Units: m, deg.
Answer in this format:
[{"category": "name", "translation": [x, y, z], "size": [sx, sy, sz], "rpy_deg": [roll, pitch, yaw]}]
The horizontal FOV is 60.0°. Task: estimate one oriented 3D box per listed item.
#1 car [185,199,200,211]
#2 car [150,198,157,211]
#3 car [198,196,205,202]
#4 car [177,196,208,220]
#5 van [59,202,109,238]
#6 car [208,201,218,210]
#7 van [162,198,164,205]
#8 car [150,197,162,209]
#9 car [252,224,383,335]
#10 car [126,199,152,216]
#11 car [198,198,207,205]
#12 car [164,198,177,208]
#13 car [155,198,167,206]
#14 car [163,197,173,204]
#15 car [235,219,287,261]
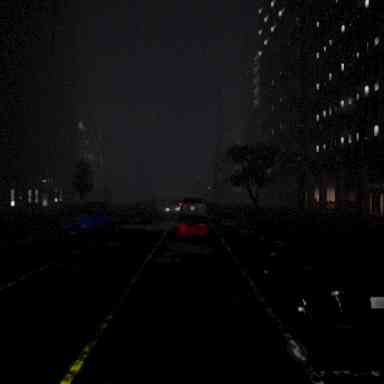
[{"category": "car", "translation": [0.037, 1.718, 44.783], "size": [1.882, 1.535, 5.008], "rpy_deg": [0, 0, 0]}, {"category": "car", "translation": [-5.744, 1.741, 40.323], "size": [1.752, 1.417, 4.829], "rpy_deg": [-1, 0, 0]}, {"category": "car", "translation": [2.579, 1.979, 91.126], "size": [1.967, 1.590, 4.097], "rpy_deg": [-1, 0, 0]}, {"category": "car", "translation": [0.054, 1.375, 29.525], "size": [2.150, 2.045, 5.566], "rpy_deg": [0, 0, 0]}, {"category": "van", "translation": [-5.721, 1.433, 17.993], "size": [1.690, 1.788, 3.998], "rpy_deg": [-1, 0, 0]}, {"category": "car", "translation": [2.631, 1.830, 46.127], "size": [1.802, 1.307, 4.206], "rpy_deg": [-1, 0, 0]}, {"category": "van", "translation": [-5.759, 1.626, 51.743], "size": [1.690, 1.788, 3.998], "rpy_deg": [-1, 0, 0]}, {"category": "car", "translation": [-5.749, 1.795, 46.117], "size": [1.887, 1.381, 4.507], "rpy_deg": [-1, 0, 0]}, {"category": "car", "translation": [2.675, 1.598, 6.751], "size": [1.947, 1.339, 4.313], "rpy_deg": [-1, 0, 0]}, {"category": "car", "translation": [-5.737, 1.735, 34.867], "size": [2.008, 1.369, 4.403], "rpy_deg": [-1, 0, 0]}, {"category": "car", "translation": [2.276, 1.935, 72.001], "size": [1.812, 1.442, 4.674], "rpy_deg": [0, 0, 0]}, {"category": "car", "translation": [-3.123, 1.778, 54.470], "size": [1.882, 1.535, 5.008], "rpy_deg": [0, 0, 0]}, {"category": "car", "translation": [-5.768, 1.899, 62.991], "size": [1.887, 1.381, 4.507], "rpy_deg": [-1, 0, 0]}, {"category": "car", "translation": [-5.787, 2.015, 79.867], "size": [2.008, 1.369, 4.403], "rpy_deg": [-1, 0, 0]}, {"category": "car", "translation": [2.668, 1.626, 12.376], "size": [1.947, 1.339, 4.313], "rpy_deg": [-1, 0, 0]}]
